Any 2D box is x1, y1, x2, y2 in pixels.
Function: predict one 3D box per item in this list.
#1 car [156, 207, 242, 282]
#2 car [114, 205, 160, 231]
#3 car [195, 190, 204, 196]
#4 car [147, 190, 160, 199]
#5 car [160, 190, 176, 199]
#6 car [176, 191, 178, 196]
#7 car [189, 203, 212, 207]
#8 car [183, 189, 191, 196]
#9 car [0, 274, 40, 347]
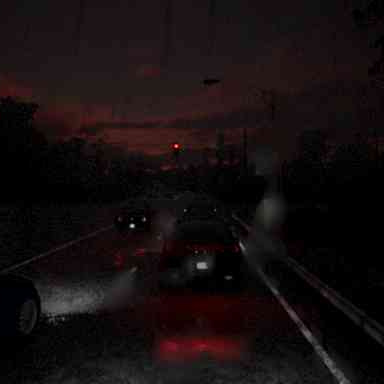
[{"bbox_3d":[0.258,1.402,9.565,1.882,1.535,5.008,0,0,1],"label":"car"},{"bbox_3d":[-3.027,1.426,19.394,1.895,1.301,4.718,0,1,1],"label":"car"},{"bbox_3d":[2.146,0.388,88.453,2.033,1.411,5.357,0,2,1],"label":"car"},{"bbox_3d":[-8.744,0.674,73.030,1.882,1.535,5.008,0,1,1],"label":"car"},{"bbox_3d":[-5.243,0.749,73.030,1.994,1.385,4.181,0,1,1],"label":"car"},{"bbox_3d":[-4.847,0.309,89.395,1.812,1.442,4.674,0,2,1],"label":"car"},{"bbox_3d":[0.482,1.370,19.756,2.033,1.411,5.357,0,1,1],"label":"car"},{"bbox_3d":[-1.355,0.362,88.530,1.812,1.442,4.674,0,2,1],"label":"car"},{"bbox_3d":[-3.337,1.500,3.390,1.812,1.442,4.674,0,0,0],"label":"car"}]
